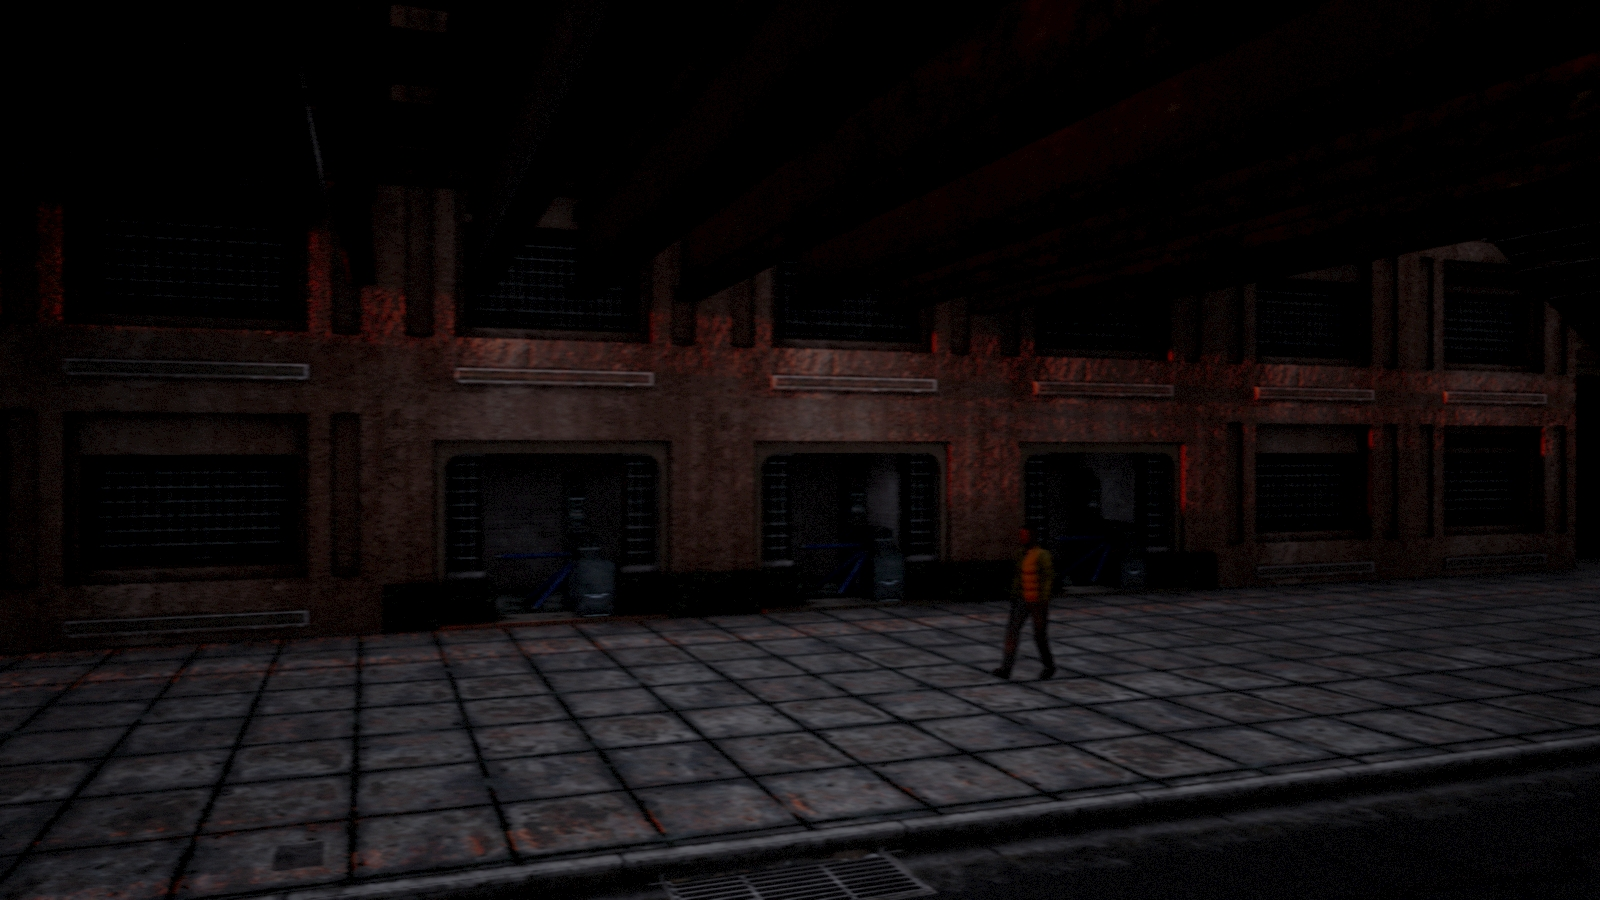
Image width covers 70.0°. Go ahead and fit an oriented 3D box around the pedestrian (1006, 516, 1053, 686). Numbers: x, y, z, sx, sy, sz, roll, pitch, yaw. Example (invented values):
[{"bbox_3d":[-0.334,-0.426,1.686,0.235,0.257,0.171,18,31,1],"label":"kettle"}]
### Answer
[{"bbox_3d":[2.605,1.696,12.974,0.375,1.860,0.375,0,0,-40],"label":"pedestrian"}]
